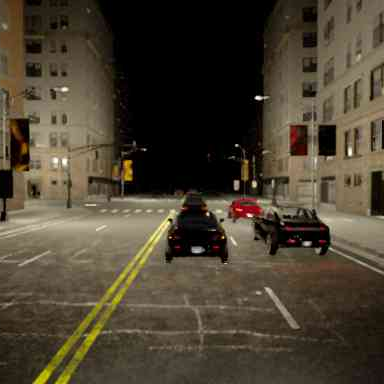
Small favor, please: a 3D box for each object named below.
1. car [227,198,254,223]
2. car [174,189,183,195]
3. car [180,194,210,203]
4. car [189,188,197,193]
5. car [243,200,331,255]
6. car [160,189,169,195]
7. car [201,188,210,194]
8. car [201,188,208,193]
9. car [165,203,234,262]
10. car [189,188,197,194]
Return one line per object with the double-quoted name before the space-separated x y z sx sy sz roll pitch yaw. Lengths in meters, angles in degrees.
"car" 3.317 1.114 21.226 1.812 1.442 4.674 0 1 0
"car" -3.009 -0.009 77.372 1.882 1.535 5.008 0 1 0
"car" 0.170 1.091 22.443 1.812 1.442 4.674 0 1 0
"car" 0.291 -0.381 93.580 1.994 1.385 4.181 0 1 0
"car" 3.378 1.254 12.132 2.128 1.511 4.902 0 1 1
"car" -6.259 0.052 77.383 2.033 1.411 5.357 0 1 0
"car" 3.509 -0.062 83.154 2.033 1.411 5.357 0 1 0
"car" 3.541 -0.380 93.570 1.994 1.385 4.181 0 1 0
"car" 0.135 1.309 11.041 1.812 1.442 4.674 0 1 0
"car" 0.261 -0.016 83.612 1.895 1.301 4.718 0 1 0
